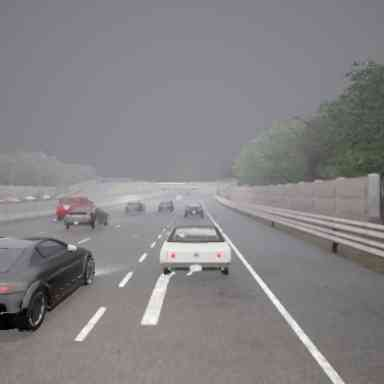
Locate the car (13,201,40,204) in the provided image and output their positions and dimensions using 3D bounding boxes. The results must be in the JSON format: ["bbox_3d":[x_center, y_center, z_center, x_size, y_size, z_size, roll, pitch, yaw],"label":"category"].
[{"bbox_3d":[-20.891,1.856,43.392,1.994,1.385,4.181,0,0,1],"label":"car"}]

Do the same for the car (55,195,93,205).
[{"bbox_3d":[-10.323,1.432,30.017,2.150,2.045,5.566,0,0,0],"label":"car"}]

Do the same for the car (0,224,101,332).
[{"bbox_3d":[-3.495,1.614,6.935,1.994,1.385,4.181,0,0,0],"label":"car"}]

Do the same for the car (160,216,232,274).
[{"bbox_3d":[0.111,1.677,10.747,1.895,1.301,4.718,0,0,0],"label":"car"}]

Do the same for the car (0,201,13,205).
[{"bbox_3d":[-24.382,1.894,44.178,1.895,1.301,4.718,0,0,1],"label":"car"}]

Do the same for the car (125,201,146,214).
[{"bbox_3d":[-6.743,1.769,40.011,2.128,1.511,4.902,0,0,0],"label":"car"}]

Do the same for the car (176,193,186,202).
[{"bbox_3d":[-2.920,1.569,76.538,1.812,1.442,4.674,0,1,1],"label":"car"}]

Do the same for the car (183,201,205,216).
[{"bbox_3d":[0.215,1.765,34.142,1.812,1.442,4.674,0,0,0],"label":"car"}]

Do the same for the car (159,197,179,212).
[{"bbox_3d":[-3.311,1.786,43.990,2.128,1.511,4.902,0,0,0],"label":"car"}]

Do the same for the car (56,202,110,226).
[{"bbox_3d":[-6.852,1.648,22.139,2.128,1.511,4.902,0,0,0],"label":"car"}]

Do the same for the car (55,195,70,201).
[{"bbox_3d":[-30.878,1.419,79.449,1.837,1.490,4.892,0,1,1],"label":"car"}]
